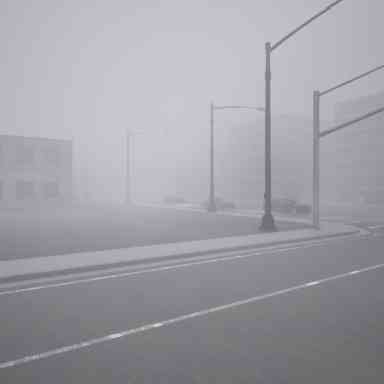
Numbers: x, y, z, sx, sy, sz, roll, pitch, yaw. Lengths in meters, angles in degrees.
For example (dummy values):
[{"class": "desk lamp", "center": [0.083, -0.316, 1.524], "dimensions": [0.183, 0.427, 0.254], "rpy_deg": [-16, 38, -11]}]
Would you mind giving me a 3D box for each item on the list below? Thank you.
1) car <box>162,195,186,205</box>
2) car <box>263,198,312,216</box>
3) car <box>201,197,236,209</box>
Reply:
[{"class": "car", "center": [-2.644, 1.096, 49.037], "dimensions": [1.994, 1.385, 4.181], "rpy_deg": [0, 1, -34]}, {"class": "car", "center": [9.063, 1.345, 31.978], "dimensions": [1.882, 1.535, 5.008], "rpy_deg": [0, 1, -35]}, {"class": "car", "center": [3.228, 1.316, 40.454], "dimensions": [1.895, 1.301, 4.718], "rpy_deg": [0, 1, -34]}]
